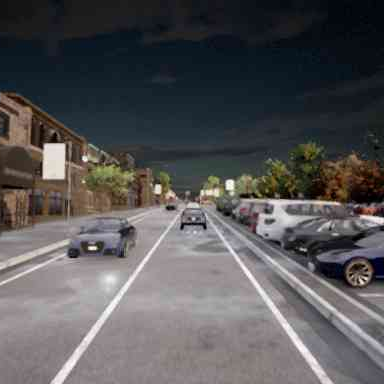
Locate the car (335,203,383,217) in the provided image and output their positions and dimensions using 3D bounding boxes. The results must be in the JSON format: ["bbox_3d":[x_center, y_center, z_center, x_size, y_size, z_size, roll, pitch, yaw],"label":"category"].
[{"bbox_3d":[18.678,1.987,36.963,4.674,1.452,2.002,0,-1,0],"label":"car"}]

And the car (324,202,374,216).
[{"bbox_3d":[18.683,1.994,39.751,5.008,1.535,2.097,0,-1,0],"label":"car"}]

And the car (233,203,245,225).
[{"bbox_3d":[5.594,1.749,22.947,4.892,1.521,2.231,0,-1,0],"label":"car"}]

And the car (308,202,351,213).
[{"bbox_3d":[18.676,2.099,45.318,5.008,1.535,2.097,0,-1,0],"label":"car"}]

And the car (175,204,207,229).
[{"bbox_3d":[0.101,1.847,24.260,2.033,1.411,5.357,0,-1,0],"label":"car"}]

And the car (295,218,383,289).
[{"bbox_3d":[5.588,1.598,8.932,4.792,1.488,2.163,0,-1,0],"label":"car"}]

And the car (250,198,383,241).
[{"bbox_3d":[5.639,1.388,14.541,5.566,2.045,2.435,0,-1,0],"label":"car"}]

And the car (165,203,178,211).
[{"bbox_3d":[-3.316,2.428,53.989,1.895,1.301,4.718,0,-1,0],"label":"car"}]

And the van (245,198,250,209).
[{"bbox_3d":[5.719,1.486,20.147,4.442,1.987,1.878,0,-1,0],"label":"van"}]

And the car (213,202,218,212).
[{"bbox_3d":[5.626,1.742,39.768,5.566,2.045,2.435,0,-1,0],"label":"car"}]

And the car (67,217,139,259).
[{"bbox_3d":[-3.349,1.718,13.182,1.994,1.385,4.181,0,-1,0],"label":"car"}]

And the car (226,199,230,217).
[{"bbox_3d":[5.565,1.695,28.556,4.553,1.767,2.185,0,-1,0],"label":"car"}]

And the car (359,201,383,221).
[{"bbox_3d":[18.644,1.736,31.398,4.553,1.767,2.185,0,-1,0],"label":"car"}]

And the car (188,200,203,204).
[{"bbox_3d":[0.101,2.075,41.567,1.812,1.442,4.674,0,-1,0],"label":"car"}]

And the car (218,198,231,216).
[{"bbox_3d":[5.624,1.609,31.358,5.566,2.045,2.435,0,-1,0],"label":"car"}]

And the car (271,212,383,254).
[{"bbox_3d":[5.609,1.604,11.730,4.892,1.521,2.231,0,-1,0],"label":"car"}]

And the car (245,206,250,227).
[{"bbox_3d":[5.601,1.675,17.341,5.008,1.535,2.097,0,-1,0],"label":"car"}]

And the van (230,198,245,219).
[{"bbox_3d":[5.482,1.559,25.753,4.442,1.987,1.878,0,-1,0],"label":"van"}]
